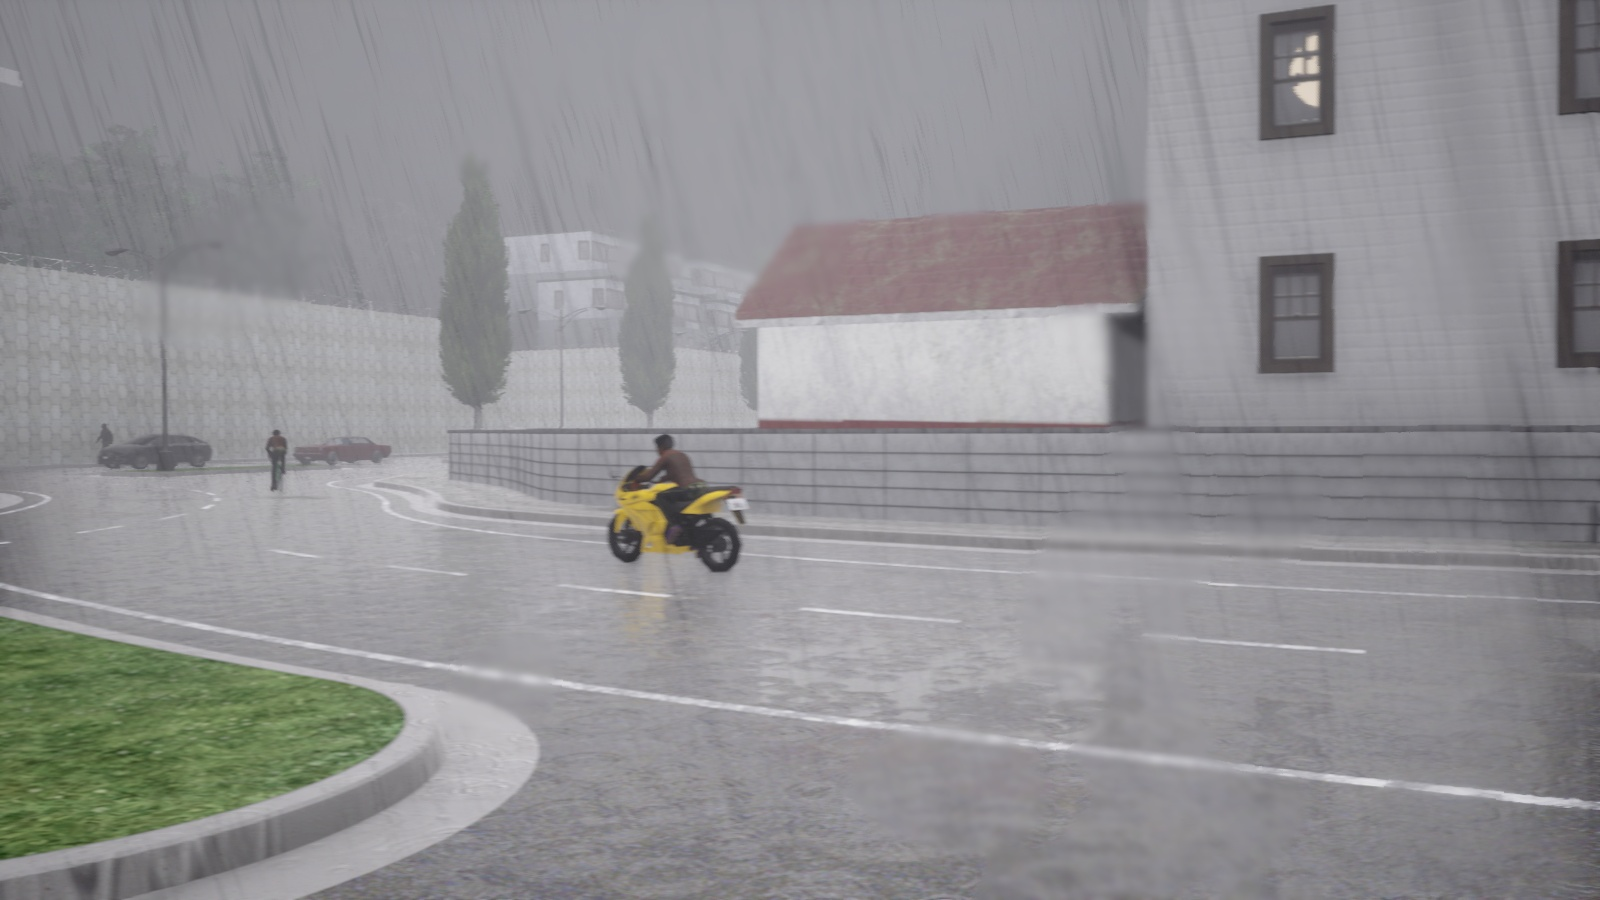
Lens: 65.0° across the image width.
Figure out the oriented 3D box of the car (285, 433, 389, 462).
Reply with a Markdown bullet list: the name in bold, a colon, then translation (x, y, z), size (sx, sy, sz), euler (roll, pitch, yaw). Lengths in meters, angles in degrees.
- **car**: translation (-21.829, -0.138, 59.427), size (1.895, 1.301, 4.718), euler (1, 1, 23)

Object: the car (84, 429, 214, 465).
- **car**: translation (-27.943, -0.166, 54.100), size (1.837, 1.490, 4.892), euler (1, 1, 24)

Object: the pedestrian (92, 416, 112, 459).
- **pedestrian**: translation (-31.836, -0.583, 57.288), size (0.395, 1.930, 0.692), euler (1, 1, 19)

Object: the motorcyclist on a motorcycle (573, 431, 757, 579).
- **motorcyclist on a motorcycle**: translation (-1.554, 0.569, 14.212), size (2.044, 1.523, 0.797), euler (2, 2, 36)
